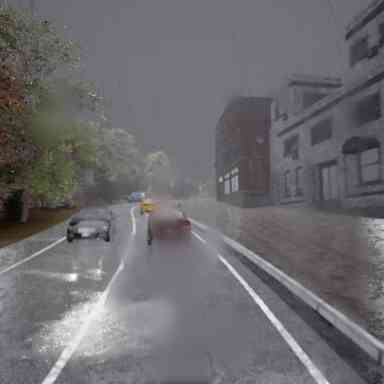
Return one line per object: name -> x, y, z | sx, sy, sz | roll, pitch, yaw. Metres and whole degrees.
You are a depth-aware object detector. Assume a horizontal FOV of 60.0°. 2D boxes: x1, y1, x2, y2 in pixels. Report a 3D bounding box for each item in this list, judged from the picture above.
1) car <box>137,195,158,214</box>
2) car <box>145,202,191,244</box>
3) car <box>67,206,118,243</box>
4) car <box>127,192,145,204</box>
car -> -4.341, 1.420, 34.173 | 1.882, 1.535, 5.008 | 1, 0, -11
car -> -1.192, 1.491, 15.964 | 1.882, 1.535, 5.008 | 1, 0, -7
car -> -4.653, 1.475, 16.027 | 2.128, 1.511, 4.902 | 1, 0, -8
car -> -9.610, 1.008, 58.216 | 2.150, 2.045, 5.566 | -1, 0, 5
